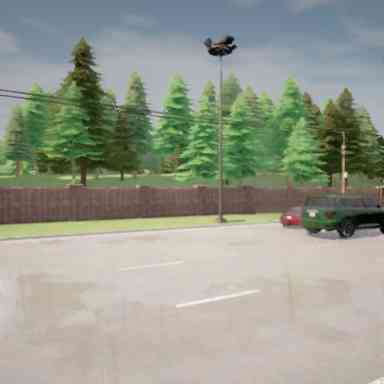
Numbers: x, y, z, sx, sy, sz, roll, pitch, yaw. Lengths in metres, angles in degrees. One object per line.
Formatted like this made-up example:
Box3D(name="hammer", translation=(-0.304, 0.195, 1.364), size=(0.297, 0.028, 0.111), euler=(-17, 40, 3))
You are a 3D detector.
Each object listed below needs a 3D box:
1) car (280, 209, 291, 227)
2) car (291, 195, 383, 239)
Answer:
Box3D(name="car", translation=(7.524, 1.485, 20.803), size=(4.181, 1.385, 1.994), euler=(0, 0, -29))
Box3D(name="car", translation=(8.047, 1.153, 17.081), size=(5.566, 2.045, 2.150), euler=(0, 0, -29))
